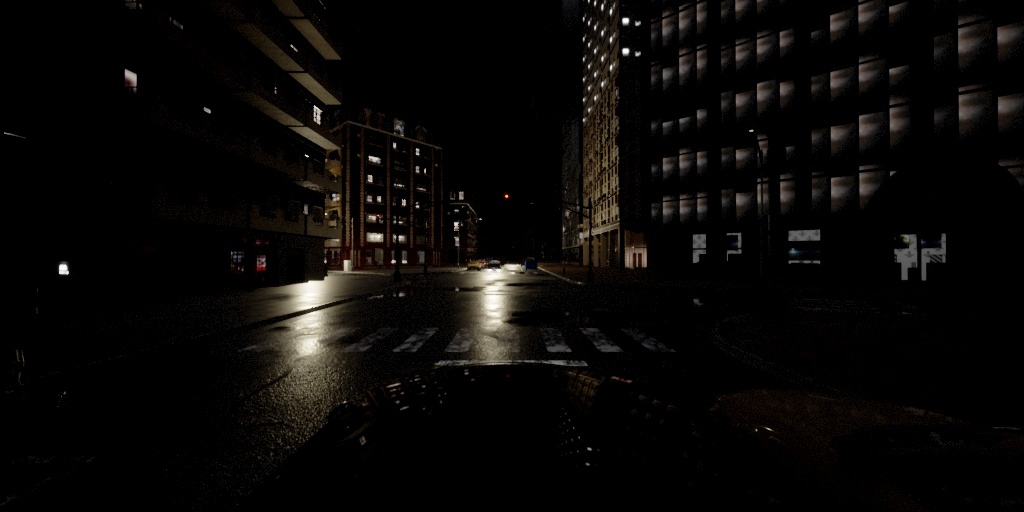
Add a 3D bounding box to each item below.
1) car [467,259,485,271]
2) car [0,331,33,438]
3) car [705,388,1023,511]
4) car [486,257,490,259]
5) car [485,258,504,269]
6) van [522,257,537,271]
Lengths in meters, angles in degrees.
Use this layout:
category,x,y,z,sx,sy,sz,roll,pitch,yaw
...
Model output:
category,x,y,z,sx,sy,sz,roll,pitch,yaw
car,-5.255,1.320,49.925,1.751,1.417,4.829,0,0,0
car,-5.318,1.064,1.095,2.192,1.841,5.009,0,0,0
car,2.563,1.275,1.261,1.751,1.417,4.829,0,0,0
car,-5.240,1.259,61.200,1.967,1.591,4.097,0,0,0
car,-2.769,1.410,56.835,1.895,1.301,4.718,0,0,0
van,2.626,1.136,50.084,1.690,1.789,3.998,0,0,0
